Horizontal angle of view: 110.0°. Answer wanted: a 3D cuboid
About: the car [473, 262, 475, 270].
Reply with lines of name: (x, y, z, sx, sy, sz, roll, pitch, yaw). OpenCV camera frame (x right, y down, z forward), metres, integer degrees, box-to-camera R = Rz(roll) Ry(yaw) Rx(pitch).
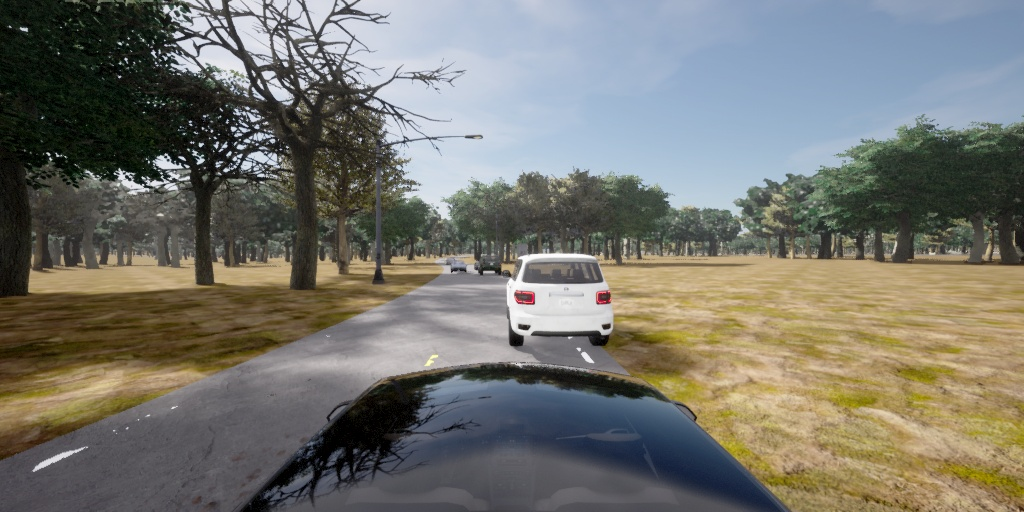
car: (-4.035, 1.194, 48.061, 1.994, 1.385, 4.181, 0, 0, -10)

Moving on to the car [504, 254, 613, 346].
car: (0.959, 0.968, 9.513, 2.150, 2.045, 5.566, 0, 0, -2)

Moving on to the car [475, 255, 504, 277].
car: (-2.392, 0.900, 37.752, 2.150, 2.045, 5.566, 0, 0, -9)

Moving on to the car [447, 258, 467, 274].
car: (-6.073, 1.220, 40.943, 2.033, 1.411, 5.357, 0, 0, -9)
